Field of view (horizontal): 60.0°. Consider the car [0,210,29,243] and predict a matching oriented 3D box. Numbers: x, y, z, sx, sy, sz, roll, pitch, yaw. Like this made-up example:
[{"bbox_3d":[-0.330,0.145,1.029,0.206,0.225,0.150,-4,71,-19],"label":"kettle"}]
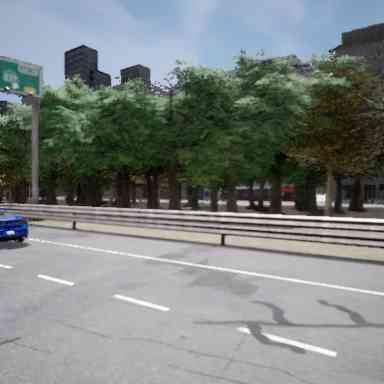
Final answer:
[{"bbox_3d":[-9.267,1.493,14.787,5.008,1.535,1.882,0,0,36],"label":"car"}]
